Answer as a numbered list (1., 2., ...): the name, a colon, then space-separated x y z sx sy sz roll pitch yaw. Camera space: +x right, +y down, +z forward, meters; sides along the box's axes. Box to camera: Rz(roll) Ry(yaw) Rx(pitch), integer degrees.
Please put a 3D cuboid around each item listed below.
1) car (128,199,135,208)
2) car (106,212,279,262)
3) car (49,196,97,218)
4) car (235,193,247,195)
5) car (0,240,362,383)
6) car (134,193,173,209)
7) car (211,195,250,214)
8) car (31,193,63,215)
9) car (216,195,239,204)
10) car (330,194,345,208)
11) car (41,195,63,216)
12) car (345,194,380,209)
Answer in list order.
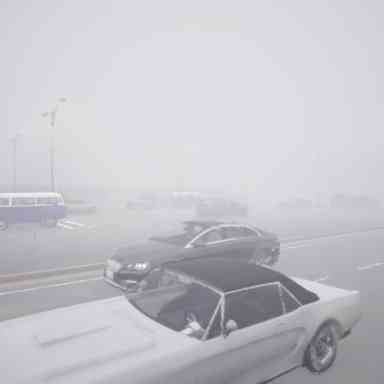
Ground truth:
1. car: -7.365 1.364 52.000 3.905 1.438 1.784 0 0 -36
2. car: 0.217 1.491 8.536 4.902 1.511 2.128 0 0 -37
3. car: -11.171 1.395 31.763 3.806 1.475 1.970 0 0 -36
4. car: 8.390 1.156 60.048 3.866 1.878 1.905 0 0 -36
5. car: 0.020 1.601 4.032 4.718 1.301 1.895 0 0 -37
6. car: -5.697 1.153 49.631 4.605 1.855 1.932 0 0 -36
7. car: 4.406 1.395 36.086 3.806 1.475 1.970 0 0 -36
8. car: -14.522 1.153 36.223 4.605 1.855 1.932 0 0 -36
9. car: 6.680 1.395 62.384 3.806 1.475 1.970 0 0 -36
10. car: 20.069 1.156 44.278 3.866 1.878 1.905 0 0 -36
11. car: -12.889 1.364 34.093 3.905 1.438 1.784 0 0 -36
12. car: 21.743 1.153 41.916 4.605 1.855 1.932 0 0 -36
